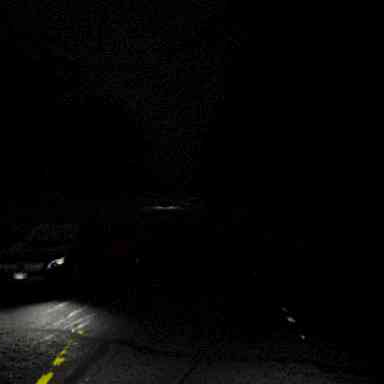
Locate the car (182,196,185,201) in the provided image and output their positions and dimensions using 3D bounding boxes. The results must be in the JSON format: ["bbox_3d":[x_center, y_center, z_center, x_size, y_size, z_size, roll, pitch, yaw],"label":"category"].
[{"bbox_3d":[-1.524,1.802,92.996,2.128,1.511,4.902,0,-1,-2],"label":"car"}]

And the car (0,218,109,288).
[{"bbox_3d":[-3.627,1.500,9.318,1.812,1.442,4.674,0,0,0],"label":"car"}]

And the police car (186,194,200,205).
[{"bbox_3d":[0.401,1.502,59.681,1.930,1.638,5.238,0,0,-1],"label":"police car"}]

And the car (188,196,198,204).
[{"bbox_3d":[0.158,1.597,69.772,1.801,1.575,5.366,-1,0,-1],"label":"car"}]

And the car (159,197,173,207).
[{"bbox_3d":[-4.077,1.513,52.441,1.882,1.535,5.008,0,-1,-1],"label":"car"}]
